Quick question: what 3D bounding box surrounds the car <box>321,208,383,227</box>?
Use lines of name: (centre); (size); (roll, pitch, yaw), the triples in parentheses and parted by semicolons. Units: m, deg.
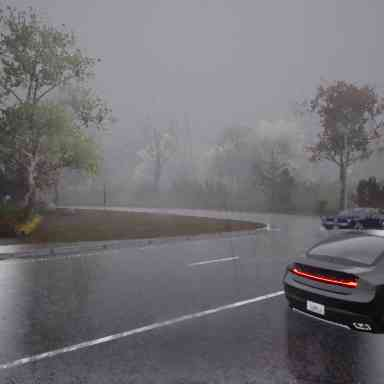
car: (9.597, 1.601, 19.296); (4.718, 1.301, 1.895); (0, 0, -35)

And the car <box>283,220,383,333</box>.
car: (3.841, 1.505, 6.458); (4.892, 1.490, 1.837); (0, 0, -36)

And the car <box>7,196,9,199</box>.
car: (-30.662, 1.566, 57.326); (5.566, 2.045, 2.150); (-1, 0, 29)
